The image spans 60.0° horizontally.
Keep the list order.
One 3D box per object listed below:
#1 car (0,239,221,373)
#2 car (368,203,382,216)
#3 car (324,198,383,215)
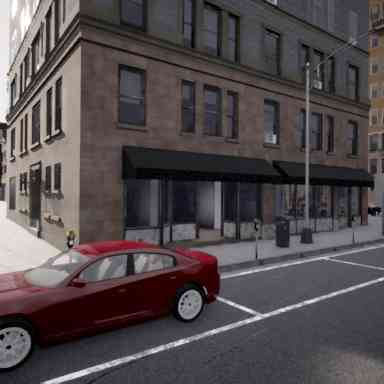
[{"bbox_3d":[-1.563,1.545,5.638,4.507,1.381,1.887,0,1,-35],"label":"car"},{"bbox_3d":[14.477,1.439,30.170,1.895,1.301,4.718,1,0,-35],"label":"car"},{"bbox_3d":[16.243,1.406,33.322,2.033,1.411,5.357,1,0,-35],"label":"car"}]
